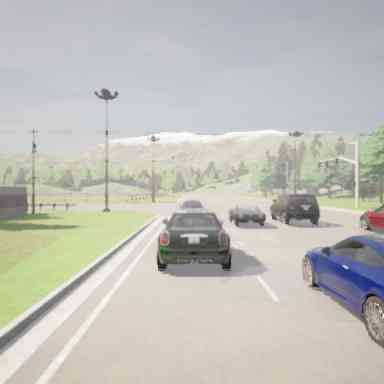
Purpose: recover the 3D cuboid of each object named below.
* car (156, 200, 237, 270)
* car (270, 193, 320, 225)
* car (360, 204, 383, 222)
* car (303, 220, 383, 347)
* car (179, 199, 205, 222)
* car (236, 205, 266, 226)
[{"bbox_3d":[0.058,1.298,11.003,2.097,1.767,4.553,0,0,0],"label":"car"},{"bbox_3d":[7.022,1.105,23.175,2.150,2.045,5.566,0,0,0],"label":"car"},{"bbox_3d":[10.539,1.261,16.934,2.097,1.767,4.553,0,0,0],"label":"car"},{"bbox_3d":[3.570,1.492,6.124,1.812,1.442,4.674,0,0,0],"label":"car"},{"bbox_3d":[0.013,1.380,26.164,1.837,1.490,4.892,0,0,0],"label":"car"},{"bbox_3d":[3.525,1.491,22.215,1.895,1.301,4.718,0,0,0],"label":"car"}]
